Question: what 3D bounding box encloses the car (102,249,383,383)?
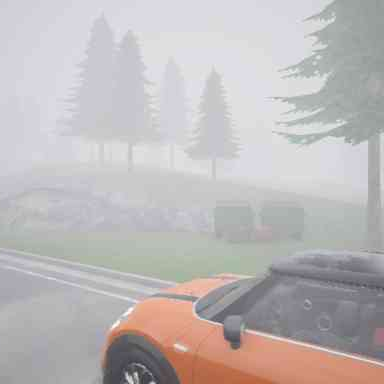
[{"bbox_3d":[1.248,1.353,3.102,4.553,1.767,2.097,0,0,36],"label":"car"}]
